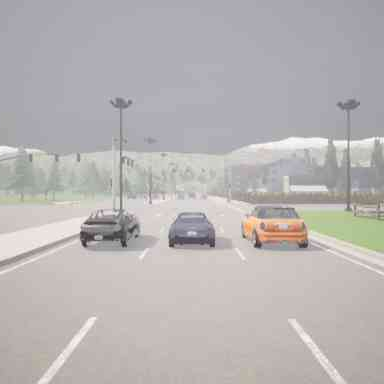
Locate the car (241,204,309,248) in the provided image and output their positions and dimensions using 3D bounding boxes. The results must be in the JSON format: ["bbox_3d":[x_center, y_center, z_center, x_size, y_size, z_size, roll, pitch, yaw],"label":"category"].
[{"bbox_3d":[3.498,1.365,14.861,2.097,1.767,4.553,0,0,0],"label":"car"}]

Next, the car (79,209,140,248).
[{"bbox_3d":[-3.502,1.494,14.890,2.128,1.511,4.902,0,0,0],"label":"car"}]

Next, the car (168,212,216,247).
[{"bbox_3d":[-0.002,1.571,14.890,1.994,1.385,4.181,0,0,0],"label":"car"}]
